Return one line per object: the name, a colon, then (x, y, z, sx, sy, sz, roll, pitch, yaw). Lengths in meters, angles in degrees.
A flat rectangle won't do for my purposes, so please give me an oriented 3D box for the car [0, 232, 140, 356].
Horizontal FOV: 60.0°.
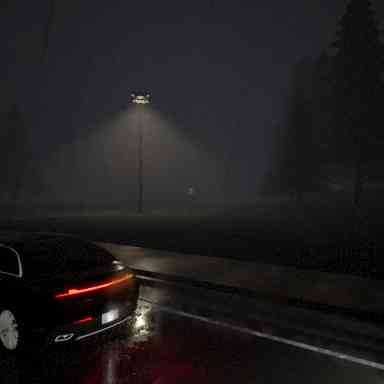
car: (-3.123, 1.505, 6.101, 4.892, 1.490, 1.837, 0, 0, 36)
